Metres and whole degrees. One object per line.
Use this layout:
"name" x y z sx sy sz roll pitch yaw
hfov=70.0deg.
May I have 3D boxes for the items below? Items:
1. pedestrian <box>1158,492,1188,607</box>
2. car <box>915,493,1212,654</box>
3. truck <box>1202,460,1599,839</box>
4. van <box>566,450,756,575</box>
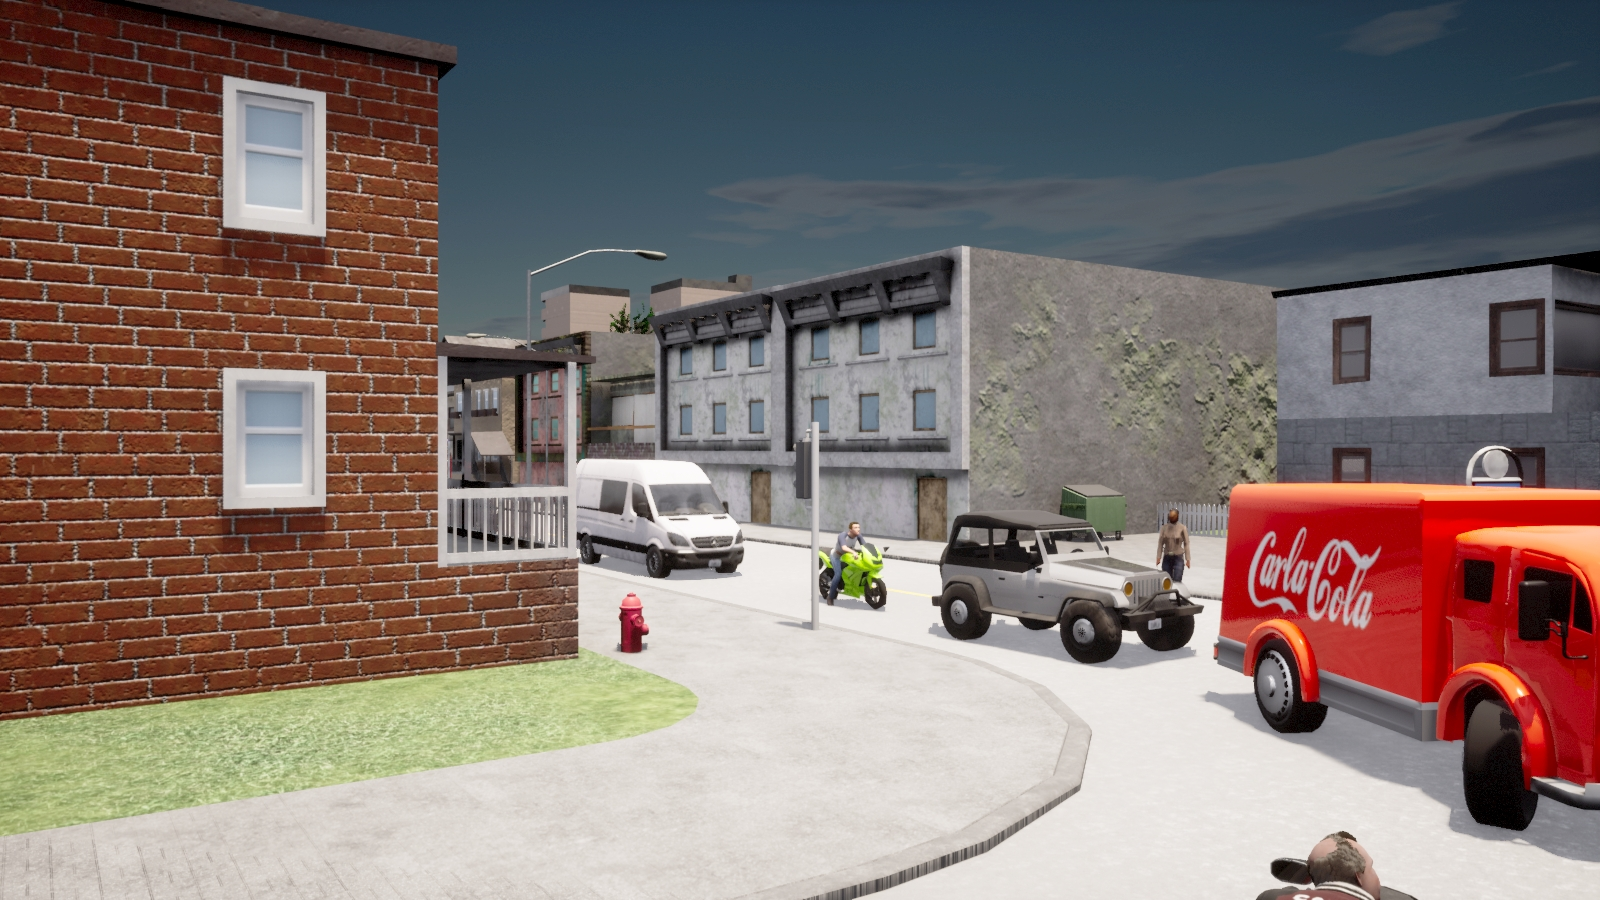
"pedestrian" 6.153 1.628 18.835 0.375 1.860 0.375 0 0 36
"car" 3.680 1.637 16.521 1.905 1.878 3.866 0 0 -36
"truck" 6.066 1.348 10.300 2.627 2.467 5.204 0 0 -6
"van" -3.460 1.311 27.082 1.988 2.561 5.915 0 1 -34
